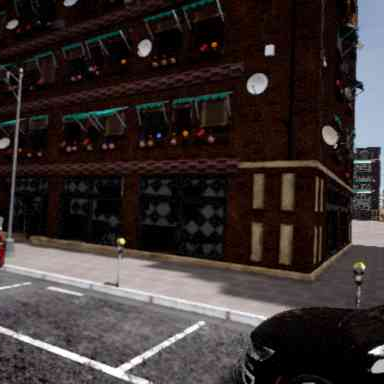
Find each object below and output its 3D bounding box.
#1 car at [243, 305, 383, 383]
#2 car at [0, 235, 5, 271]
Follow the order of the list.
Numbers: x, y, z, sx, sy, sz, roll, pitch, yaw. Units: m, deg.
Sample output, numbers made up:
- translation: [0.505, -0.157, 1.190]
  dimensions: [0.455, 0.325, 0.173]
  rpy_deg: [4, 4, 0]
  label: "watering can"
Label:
- translation: [2.925, 1.802, 3.260]
  dimensions: [4.892, 1.490, 1.837]
  rpy_deg: [0, -3, 30]
  label: "car"
- translation: [-7.621, 1.544, 9.796]
  dimensions: [5.009, 1.841, 2.192]
  rpy_deg: [0, -3, 30]
  label: "car"
